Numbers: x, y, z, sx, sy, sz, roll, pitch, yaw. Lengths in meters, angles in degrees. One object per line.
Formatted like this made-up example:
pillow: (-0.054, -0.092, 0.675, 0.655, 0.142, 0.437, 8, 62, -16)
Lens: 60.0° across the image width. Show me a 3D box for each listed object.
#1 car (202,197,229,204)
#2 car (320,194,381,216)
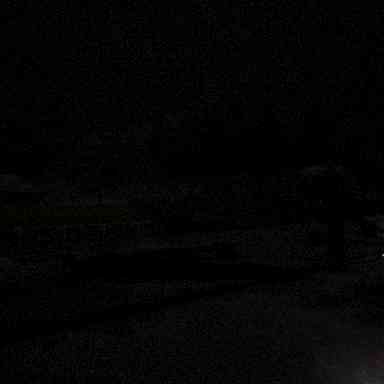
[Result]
car: (3.435, 1.504, 49.007, 1.837, 1.490, 4.892, 0, 0, -35)
car: (15.141, 1.220, 32.234, 2.150, 2.045, 5.566, 0, 0, -35)
